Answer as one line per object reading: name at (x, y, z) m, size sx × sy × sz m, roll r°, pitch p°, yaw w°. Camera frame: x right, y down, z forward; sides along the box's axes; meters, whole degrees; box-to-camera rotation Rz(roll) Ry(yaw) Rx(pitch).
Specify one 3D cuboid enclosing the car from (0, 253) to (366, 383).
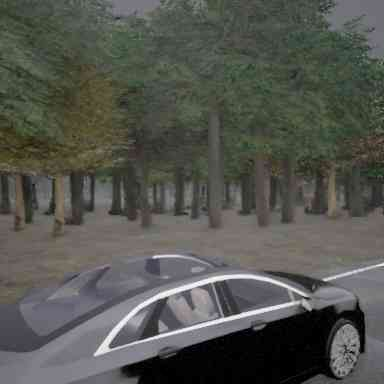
car at (0.087, 1.485, 3.808) m, size 4.902 × 1.511 × 2.128 m, roll 0°, pitch 0°, yaw -36°
